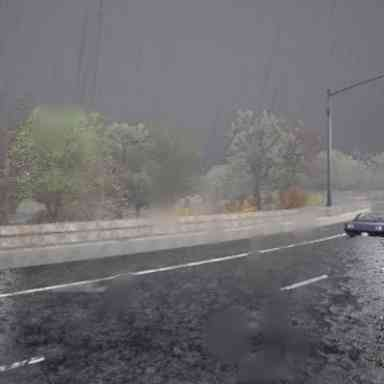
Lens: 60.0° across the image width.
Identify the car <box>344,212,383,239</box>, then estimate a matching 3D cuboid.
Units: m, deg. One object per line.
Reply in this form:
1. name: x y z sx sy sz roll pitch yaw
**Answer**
1. car: 9.580 1.681 16.992 1.895 1.301 4.718 0 0 45
